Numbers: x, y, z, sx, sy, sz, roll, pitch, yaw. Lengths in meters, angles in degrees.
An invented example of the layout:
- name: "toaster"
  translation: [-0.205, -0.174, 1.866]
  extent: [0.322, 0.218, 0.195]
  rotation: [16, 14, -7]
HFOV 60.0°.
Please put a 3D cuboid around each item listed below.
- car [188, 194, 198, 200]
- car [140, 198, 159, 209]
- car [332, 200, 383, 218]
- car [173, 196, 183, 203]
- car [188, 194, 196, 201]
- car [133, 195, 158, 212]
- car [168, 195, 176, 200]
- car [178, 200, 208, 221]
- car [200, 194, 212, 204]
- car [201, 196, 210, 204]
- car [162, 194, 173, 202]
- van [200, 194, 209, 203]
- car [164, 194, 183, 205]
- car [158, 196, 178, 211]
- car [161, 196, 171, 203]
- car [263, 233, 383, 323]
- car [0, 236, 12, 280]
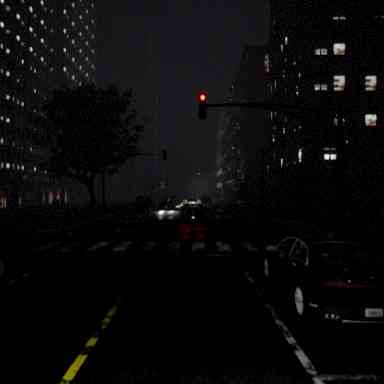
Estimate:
- name: "car"
  translation: [0.039, 1.625, 69.250]
  extent: [1.895, 1.301, 4.718]
  rotation: [0, 0, 0]
- name: "car"
  translation: [-5.666, 1.572, 45.009]
  extent: [1.947, 1.339, 4.313]
  rotation: [0, 0, 0]
- name: "car"
  translation: [13.441, 1.338, 26.492]
  extent: [4.403, 1.369, 2.008]
  rotation: [-1, 1, -1]
- name: "car"
  translation: [-2.958, 1.608, 71.946]
  extent: [1.895, 1.301, 4.718]
  rotation: [0, 0, 0]
- name: "car"
  translation: [0.047, 1.364, 79.226]
  extent: [1.882, 1.535, 5.008]
  rotation: [0, 0, 0]
- name: "car"
  translation: [-5.669, 1.318, 39.486]
  extent: [2.192, 1.841, 5.009]
  rotation: [0, 0, 0]
- name: "car"
  translation: [-5.636, 1.611, 94.715]
  extent: [2.008, 1.369, 4.403]
  rotation: [0, 0, 0]
- name: "car"
  translation: [0.114, 1.599, 27.200]
  extent: [1.895, 1.301, 4.718]
  rotation: [0, 0, 0]
- name: "car"
  translation: [2.725, 1.583, 61.572]
  extent: [1.947, 1.339, 4.313]
  rotation: [0, 0, 0]
- name: "car"
  translation: [2.728, 1.547, 67.265]
  extent: [1.752, 1.417, 4.829]
  rotation: [0, 0, 0]
- name: "car"
  translation: [-5.647, 1.350, 78.146]
  extent: [2.192, 1.841, 5.009]
  rotation: [0, 0, 0]
- name: "van"
  translation: [2.731, 1.369, 72.618]
  extent: [1.690, 1.788, 3.998]
  rotation: [0, 0, 0]
- name: "car"
  translation: [-3.051, 1.363, 56.151]
  extent: [2.097, 1.767, 4.553]
  rotation: [0, 0, 0]
- name: "car"
  translation: [-3.074, 1.568, 40.973]
  extent: [1.994, 1.385, 4.181]
  rotation: [0, 0, 0]
- name: "car"
  translation: [-5.649, 1.594, 72.624]
  extent: [1.947, 1.339, 4.313]
  rotation: [0, 0, 0]
- name: "car"
  translation: [2.693, 1.548, 7.093]
  extent: [2.008, 1.369, 4.403]
  rotation: [0, 0, 0]
- name: "car"
  translation: [-5.687, 1.542, 7.098]
  extent: [1.887, 1.381, 4.507]
  rotation: [0, 0, 0]
